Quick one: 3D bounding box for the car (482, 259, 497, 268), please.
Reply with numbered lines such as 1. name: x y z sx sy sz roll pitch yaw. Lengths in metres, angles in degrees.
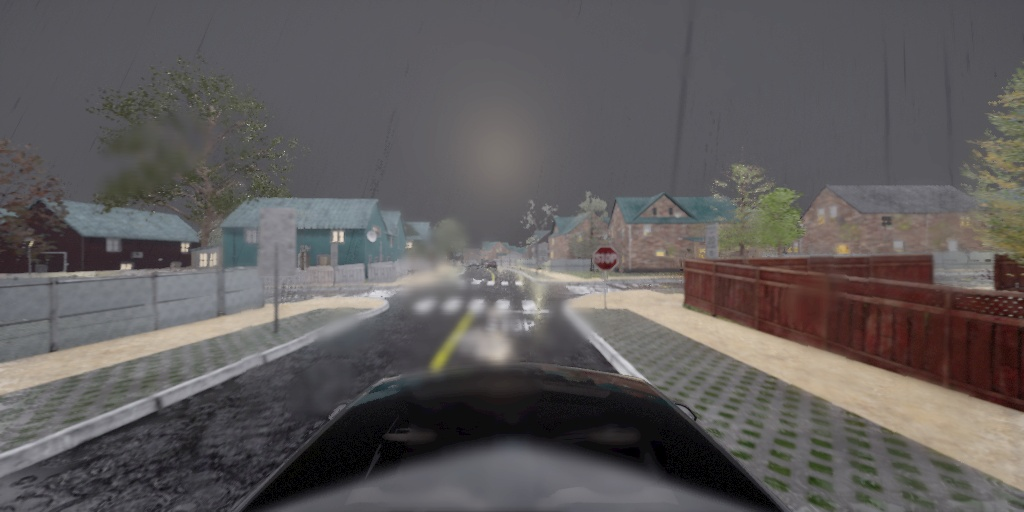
1. car: -3.799 1.445 64.077 1.837 1.490 4.892 0 0 -10
